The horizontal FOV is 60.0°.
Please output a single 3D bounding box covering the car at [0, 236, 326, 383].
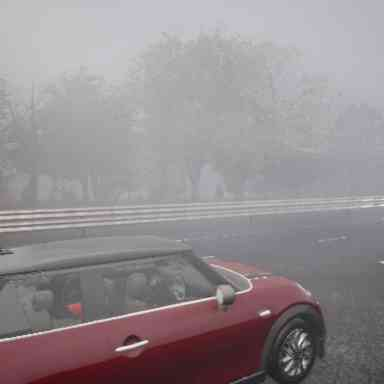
[{"bbox_3d":[-0.561,1.311,3.844,4.553,1.767,2.097,-1,1,-32],"label":"car"}]
